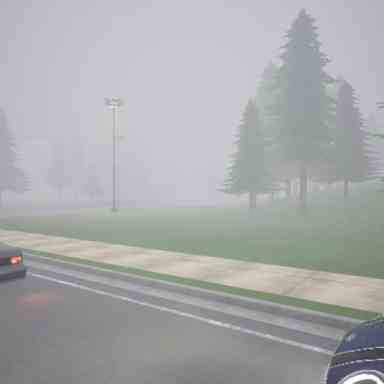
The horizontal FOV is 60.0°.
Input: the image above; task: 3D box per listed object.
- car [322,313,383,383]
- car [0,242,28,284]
[{"bbox_3d":[3.089,1.352,1.794,4.553,1.767,2.097,0,0,35],"label":"car"},{"bbox_3d":[-6.267,1.547,8.301,5.357,1.411,2.033,0,0,35],"label":"car"}]
